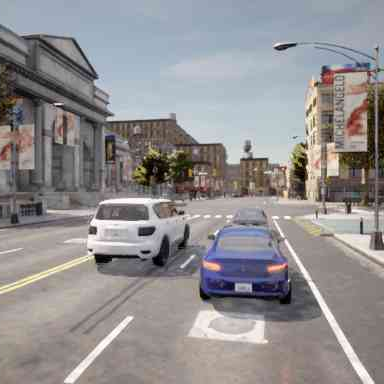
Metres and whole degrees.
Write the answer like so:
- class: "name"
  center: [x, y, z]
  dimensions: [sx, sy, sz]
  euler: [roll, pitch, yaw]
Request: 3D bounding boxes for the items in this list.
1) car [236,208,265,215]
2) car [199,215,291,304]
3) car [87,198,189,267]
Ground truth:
- class: "car"
  center: [3.077, 1.546, 17.514]
  dimensions: [2.033, 1.411, 5.357]
  euler: [0, 0, 11]
- class: "car"
  center: [1.307, 1.525, 8.152]
  dimensions: [1.812, 1.442, 4.674]
  euler: [0, 0, 10]
- class: "car"
  center: [-1.591, 1.224, 11.737]
  dimensions: [2.150, 2.045, 5.566]
  euler: [0, 0, 10]
